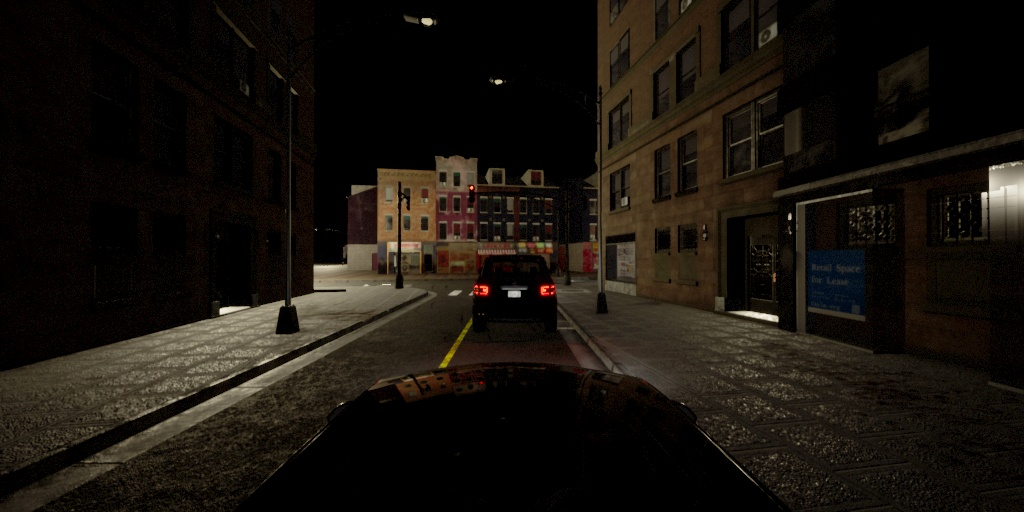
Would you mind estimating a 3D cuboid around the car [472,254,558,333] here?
[{"bbox_3d":[0.096,0.972,10.940,2.150,2.045,5.566,0,0,1],"label":"car"}]

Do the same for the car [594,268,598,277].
[{"bbox_3d":[9.339,1.214,30.020,5.008,1.535,1.882,0,0,-11],"label":"car"}]
